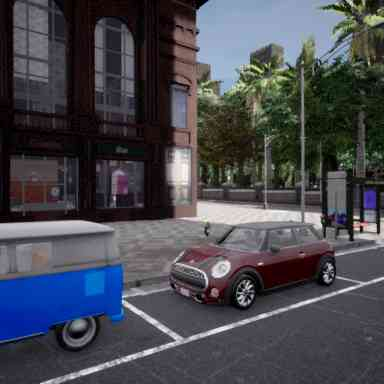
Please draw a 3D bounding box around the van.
[{"bbox_3d":[-2.941,1.341,4.557,3.998,1.788,1.690,0,0,-36],"label":"van"}]

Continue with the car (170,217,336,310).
[{"bbox_3d":[1.475,1.439,7.710,4.097,1.590,1.967,0,0,-36],"label":"car"}]
